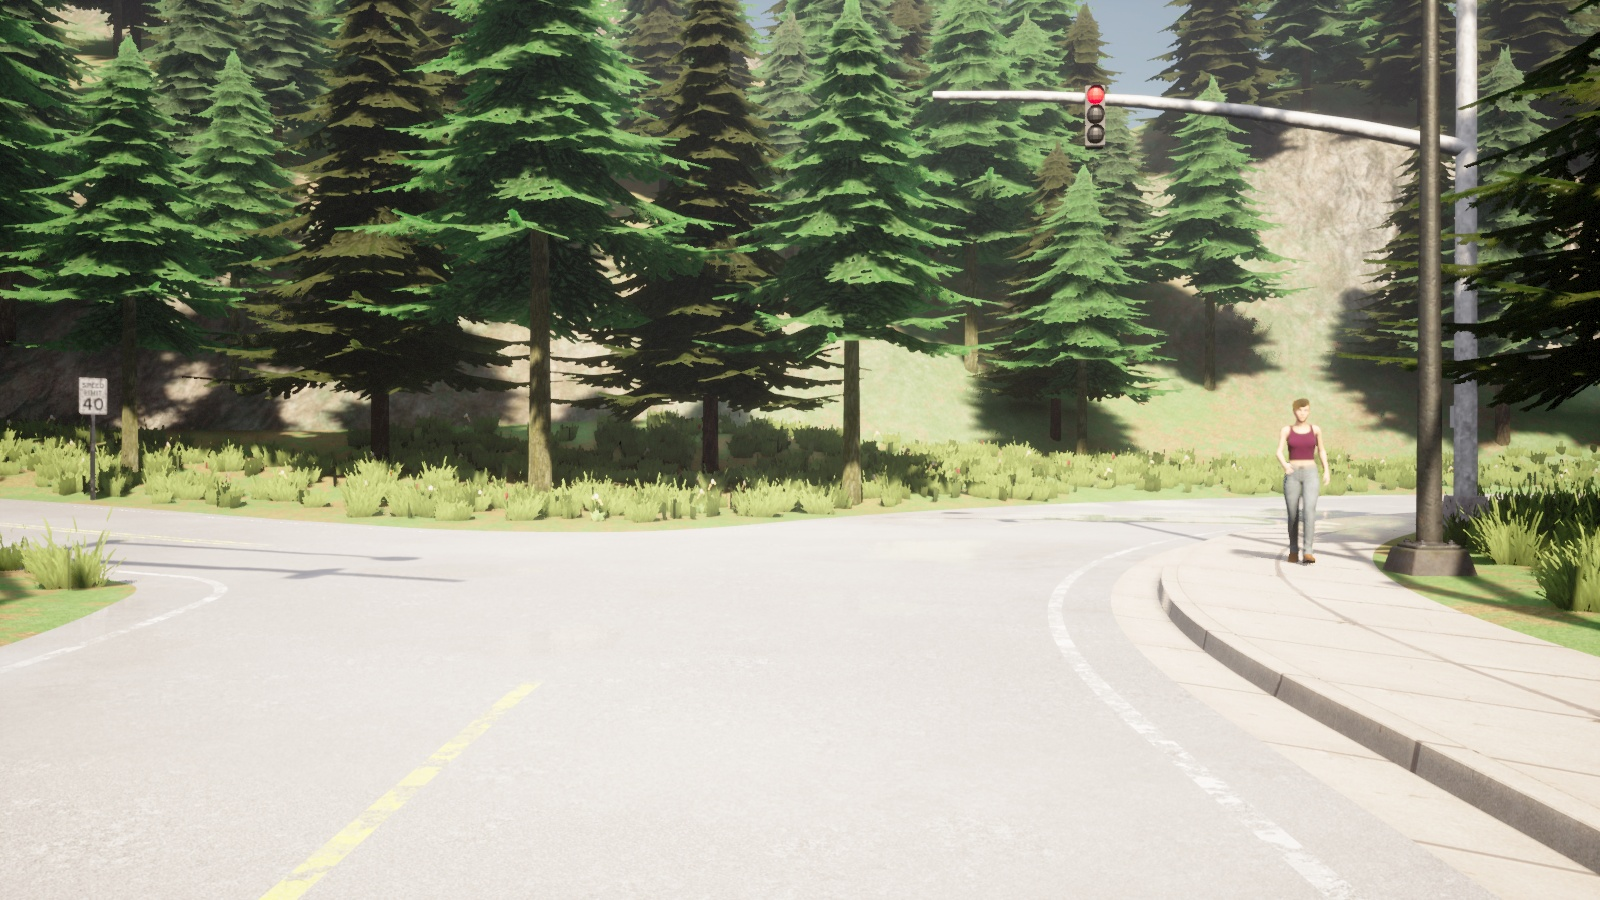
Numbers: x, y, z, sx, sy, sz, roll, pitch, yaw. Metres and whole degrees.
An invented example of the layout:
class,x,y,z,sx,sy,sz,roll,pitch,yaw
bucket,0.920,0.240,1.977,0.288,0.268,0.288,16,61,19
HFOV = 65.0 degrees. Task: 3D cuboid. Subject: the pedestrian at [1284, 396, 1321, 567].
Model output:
class,x,y,z,sx,sy,sz,roll,pitch,yaw
pedestrian,5.501,0.335,13.765,0.345,1.836,0.594,0,0,20
